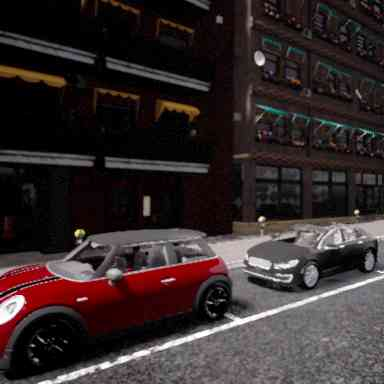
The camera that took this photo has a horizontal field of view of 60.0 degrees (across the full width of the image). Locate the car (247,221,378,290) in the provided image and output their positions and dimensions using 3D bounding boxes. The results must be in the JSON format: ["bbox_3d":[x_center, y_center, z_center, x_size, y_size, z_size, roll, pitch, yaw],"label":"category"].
[{"bbox_3d":[3.302,1.507,8.899,4.403,1.369,2.008,0,1,-35],"label":"car"}]

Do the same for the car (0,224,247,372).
[{"bbox_3d":[-1.307,1.429,5.610,4.097,1.590,1.967,0,1,-35],"label":"car"}]
